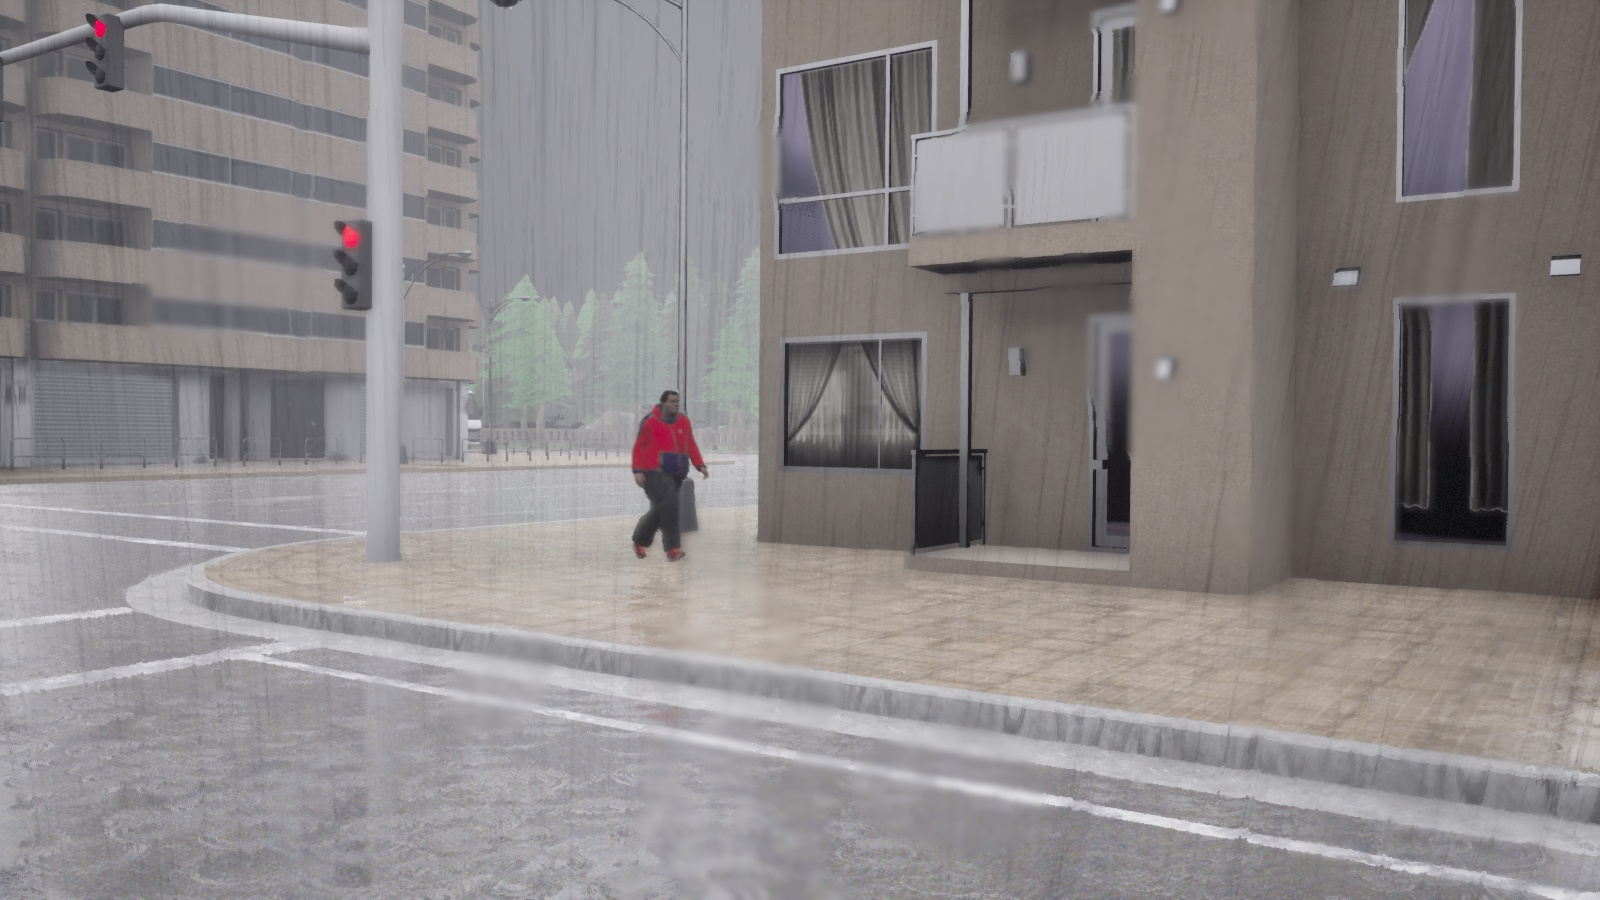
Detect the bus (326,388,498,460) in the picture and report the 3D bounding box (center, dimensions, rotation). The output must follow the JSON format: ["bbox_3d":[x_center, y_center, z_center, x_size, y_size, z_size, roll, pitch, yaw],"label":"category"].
[{"bbox_3d":[-24.383,-1.556,78.858,10.273,4.253,3.944,0,1,25],"label":"bus"}]

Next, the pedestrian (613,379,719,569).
[{"bbox_3d":[-1.368,0.228,12.749,0.634,1.844,0.899,-1,1,-44],"label":"pedestrian"}]
